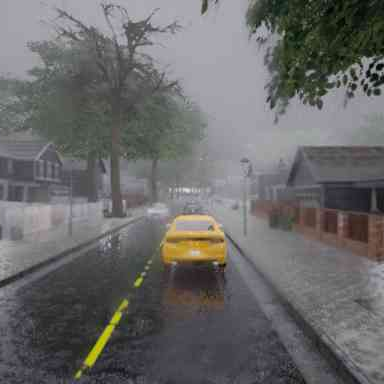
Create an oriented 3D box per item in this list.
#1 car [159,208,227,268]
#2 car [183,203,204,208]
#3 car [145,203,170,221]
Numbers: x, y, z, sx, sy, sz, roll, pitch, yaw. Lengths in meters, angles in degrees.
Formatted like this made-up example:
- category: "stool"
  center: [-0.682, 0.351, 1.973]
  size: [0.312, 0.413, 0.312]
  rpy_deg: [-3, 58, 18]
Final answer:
- category: "car"
  center: [0.091, 1.557, 11.683]
  size: [1.882, 1.535, 5.008]
  rpy_deg: [0, 0, 0]
- category: "car"
  center: [0.102, 1.714, 30.830]
  size: [2.033, 1.411, 5.357]
  rpy_deg: [0, 0, 0]
- category: "car"
  center: [-2.856, 1.684, 28.593]
  size: [1.812, 1.442, 4.674]
  rpy_deg: [0, 0, 0]
